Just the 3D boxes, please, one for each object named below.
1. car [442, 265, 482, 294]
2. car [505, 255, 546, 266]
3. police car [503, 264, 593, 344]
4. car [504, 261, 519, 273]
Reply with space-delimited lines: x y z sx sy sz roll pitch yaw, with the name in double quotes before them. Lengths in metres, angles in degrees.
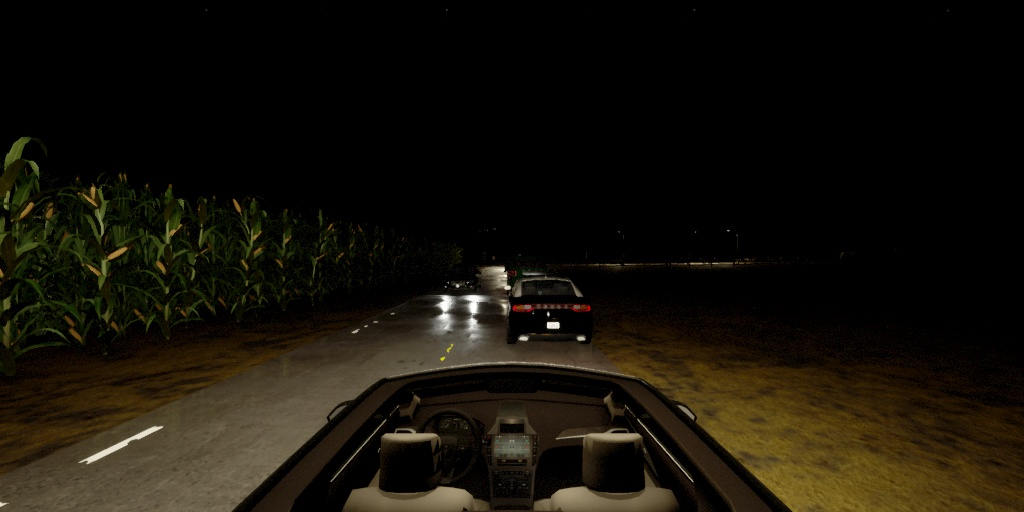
"car" -2.767 1.277 20.693 1.837 1.490 4.892 0 0 0
"car" 0.807 0.994 19.639 2.150 2.045 5.566 0 0 0
"police car" 0.817 1.179 9.717 1.930 1.638 5.238 0 0 0
"car" -0.021 1.397 46.792 1.812 1.442 4.674 0 0 0
